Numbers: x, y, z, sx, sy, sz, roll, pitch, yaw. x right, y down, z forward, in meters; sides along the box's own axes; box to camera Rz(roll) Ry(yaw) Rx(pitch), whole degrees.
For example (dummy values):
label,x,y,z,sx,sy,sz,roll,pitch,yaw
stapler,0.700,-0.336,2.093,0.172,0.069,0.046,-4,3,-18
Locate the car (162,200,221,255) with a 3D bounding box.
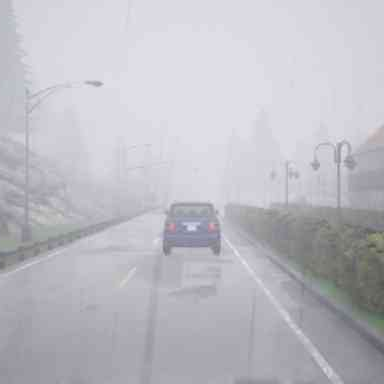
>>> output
label,x,y,z,sx,sy,sz,roll,pitch,yaw
car,-0.004,1.351,14.039,2.150,2.045,5.566,0,0,0
